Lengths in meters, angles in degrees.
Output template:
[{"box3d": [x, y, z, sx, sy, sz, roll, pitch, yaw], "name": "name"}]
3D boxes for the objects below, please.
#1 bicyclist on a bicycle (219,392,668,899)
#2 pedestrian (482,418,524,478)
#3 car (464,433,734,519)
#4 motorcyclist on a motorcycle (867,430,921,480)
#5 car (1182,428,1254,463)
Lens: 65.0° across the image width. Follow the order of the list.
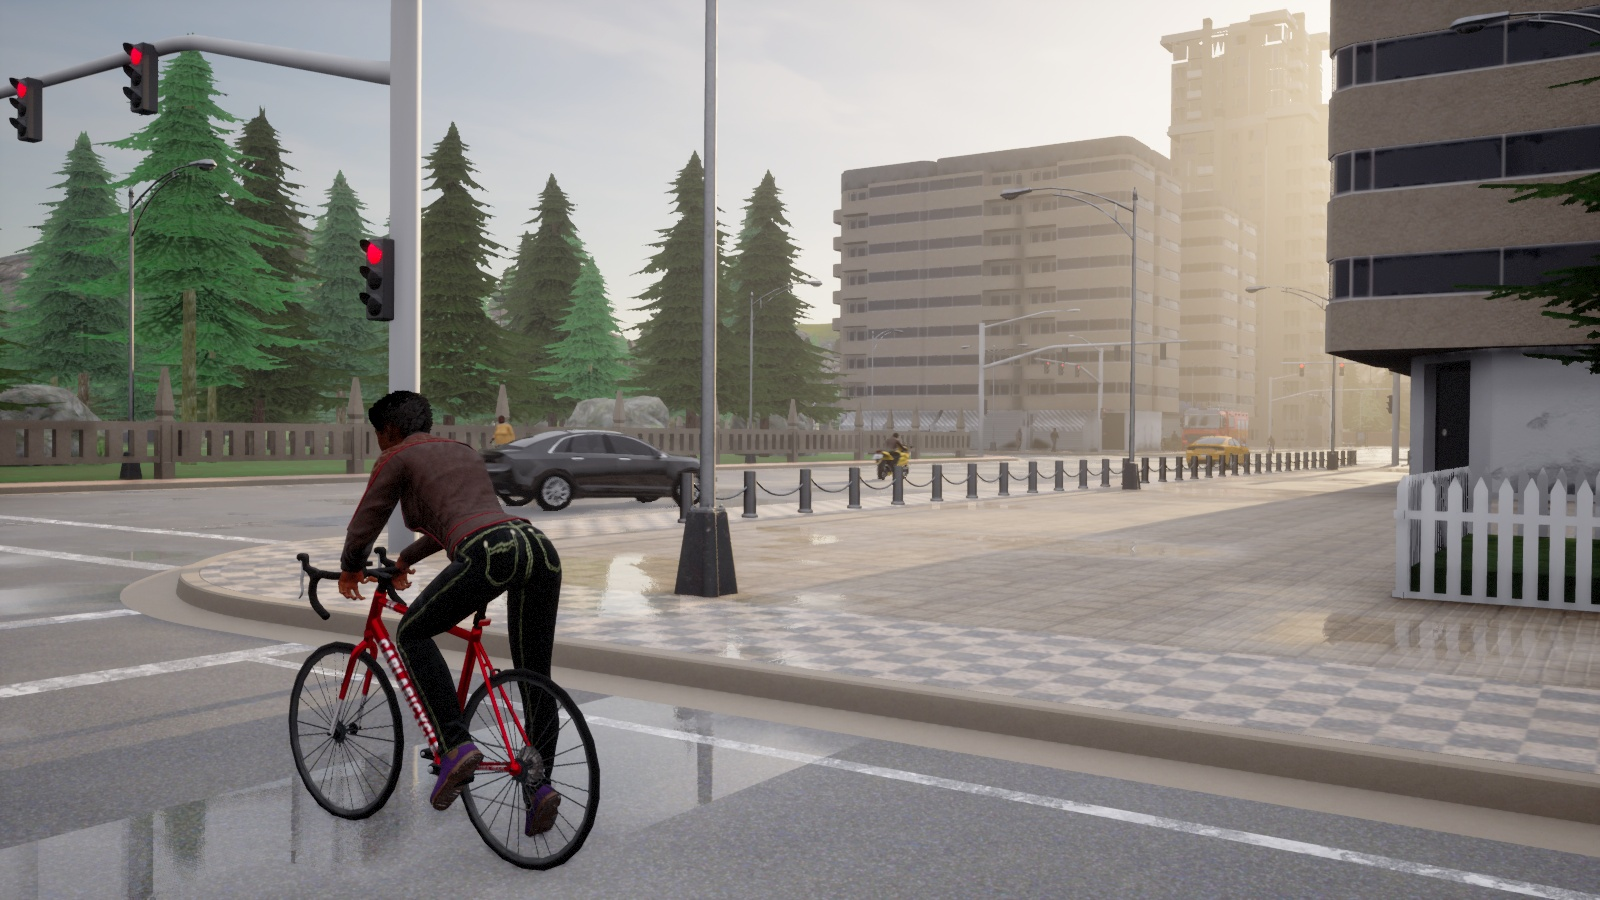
[{"box3d": [-1.313, 0.635, 4.495, 1.656, 1.620, 0.582, 0, 1, 34], "name": "bicyclist on a bicycle"}, {"box3d": [-9.320, -0.064, 39.448, 0.874, 1.855, 0.900, 0, 1, 33], "name": "pedestrian"}, {"box3d": [-3.839, 0.437, 24.495, 4.892, 1.490, 1.837, -1, 1, -37], "name": "car"}, {"box3d": [2.974, 0.145, 39.636, 0.797, 1.523, 2.044, 0, 1, 34], "name": "motorcyclist on a motorcycle"}, {"box3d": [19.315, -0.256, 57.875, 1.882, 1.535, 5.008, 0, 1, 34], "name": "car"}]
